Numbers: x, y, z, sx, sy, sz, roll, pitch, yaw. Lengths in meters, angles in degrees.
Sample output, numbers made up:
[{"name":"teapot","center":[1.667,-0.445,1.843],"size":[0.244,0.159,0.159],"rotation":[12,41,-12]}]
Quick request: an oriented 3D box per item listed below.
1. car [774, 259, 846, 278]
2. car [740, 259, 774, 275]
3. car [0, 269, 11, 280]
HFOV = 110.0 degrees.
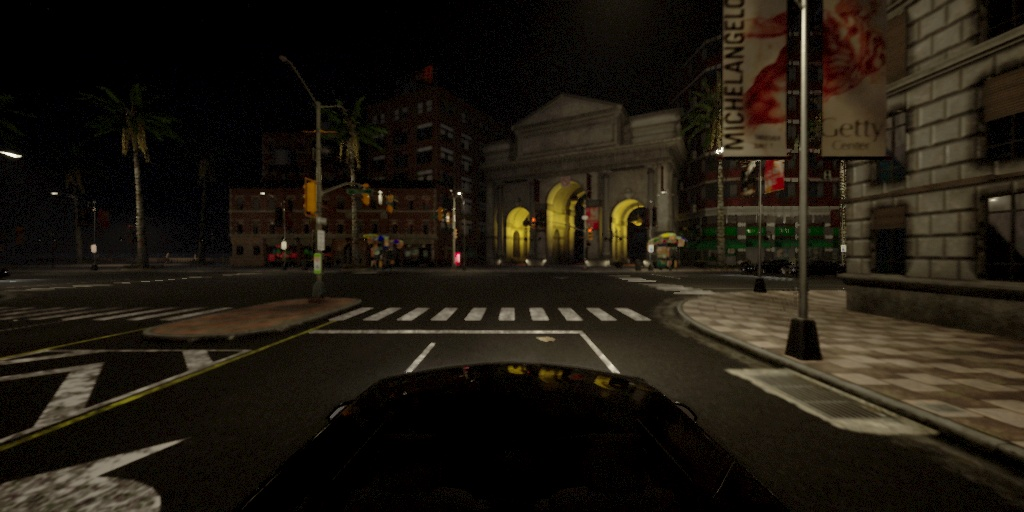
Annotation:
[{"name":"car","center":[24.506,1.049,29.167],"size":[4.674,1.442,1.812],"rotation":[0,0,1]},{"name":"car","center":[23.520,1.000,32.664],"size":[4.892,1.490,1.837],"rotation":[0,0,1]},{"name":"car","center":[-40.122,1.103,26.019],"size":[5.357,1.411,2.033],"rotation":[0,0,1]}]
